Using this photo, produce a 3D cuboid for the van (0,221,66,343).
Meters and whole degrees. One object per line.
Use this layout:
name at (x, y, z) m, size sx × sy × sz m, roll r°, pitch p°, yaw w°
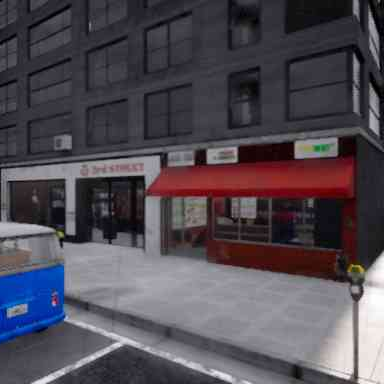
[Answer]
van at (-3.843, 1.359, 5.551) m, size 3.998 × 1.788 × 1.690 m, roll 0°, pitch 0°, yaw 36°
